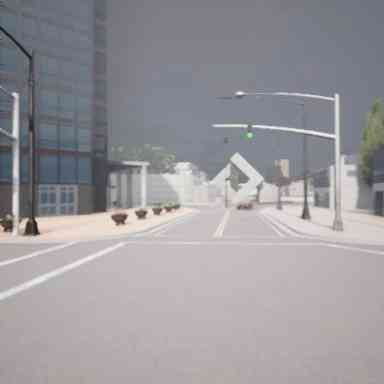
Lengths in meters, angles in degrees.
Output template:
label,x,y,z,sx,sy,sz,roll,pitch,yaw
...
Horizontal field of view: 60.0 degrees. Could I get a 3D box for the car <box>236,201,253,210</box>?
label,x,y,z,sx,sy,sz,roll,pitch,yaw
car,8.088,2.031,50.526,1.895,1.301,4.718,-1,-1,19
